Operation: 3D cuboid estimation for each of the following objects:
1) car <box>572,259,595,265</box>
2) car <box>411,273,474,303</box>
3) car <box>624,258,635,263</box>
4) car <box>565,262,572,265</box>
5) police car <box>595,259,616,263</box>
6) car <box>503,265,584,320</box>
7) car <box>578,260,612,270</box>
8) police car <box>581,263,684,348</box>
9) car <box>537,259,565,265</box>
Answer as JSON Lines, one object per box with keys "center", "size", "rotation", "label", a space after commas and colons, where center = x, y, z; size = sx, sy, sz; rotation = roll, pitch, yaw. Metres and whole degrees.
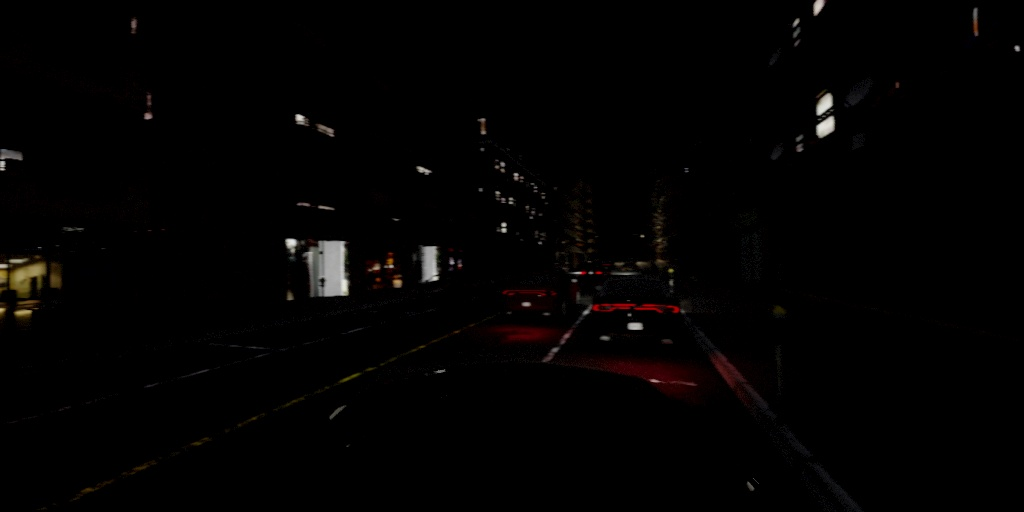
{"center": [9.823, 1.378, 48.190], "size": [2.033, 1.411, 5.357], "rotation": [-1, 0, 19], "label": "car"}
{"center": [-3.264, 1.501, 17.763], "size": [1.802, 1.307, 4.207], "rotation": [0, 0, 19], "label": "car"}
{"center": [11.938, 1.241, 36.601], "size": [1.751, 1.417, 4.829], "rotation": [0, 0, 19], "label": "car"}
{"center": [5.749, 1.333, 44.463], "size": [1.967, 1.591, 4.097], "rotation": [0, 0, 19], "label": "car"}
{"center": [12.198, 1.191, 45.827], "size": [1.930, 1.638, 5.238], "rotation": [-1, 0, 19], "label": "police car"}
{"center": [1.215, 1.272, 12.979], "size": [1.882, 1.535, 5.008], "rotation": [-1, 0, 19], "label": "car"}
{"center": [6.744, 1.327, 29.352], "size": [2.033, 1.411, 5.357], "rotation": [-1, 0, 19], "label": "car"}
{"center": [3.207, 1.156, 9.400], "size": [1.930, 1.638, 5.238], "rotation": [-1, 0, 19], "label": "police car"}
{"center": [3.947, 1.214, 39.124], "size": [2.192, 1.841, 5.009], "rotation": [0, 0, 19], "label": "car"}
